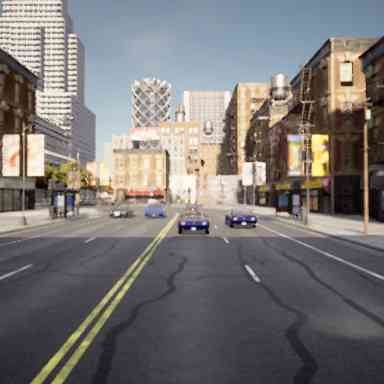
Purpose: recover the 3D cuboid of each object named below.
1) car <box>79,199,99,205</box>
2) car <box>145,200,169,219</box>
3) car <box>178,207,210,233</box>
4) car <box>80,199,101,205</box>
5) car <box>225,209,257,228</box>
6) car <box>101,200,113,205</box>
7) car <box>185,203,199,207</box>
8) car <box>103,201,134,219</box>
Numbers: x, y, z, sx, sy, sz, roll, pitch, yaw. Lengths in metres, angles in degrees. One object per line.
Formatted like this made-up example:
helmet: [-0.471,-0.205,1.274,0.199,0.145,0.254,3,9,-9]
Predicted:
car: [-25.751,2.595,83.218,4.674,1.452,2.002,0,-1,20]
car: [-3.660,1.916,33.852,1.882,1.535,5.008,0,-1,-1]
car: [0.102,1.881,21.553,1.895,1.301,4.718,0,-1,0]
car: [-22.127,2.430,70.408,4.181,1.385,1.994,0,-1,30]
car: [3.602,1.929,25.257,1.895,1.301,4.718,0,-1,0]
car: [-20.448,2.642,81.046,4.718,1.301,1.895,0,-1,30]
car: [-0.004,2.058,39.420,2.033,1.411,5.357,0,-1,-2]
car: [-7.155,1.933,34.077,2.128,1.511,4.902,0,-1,-1]
